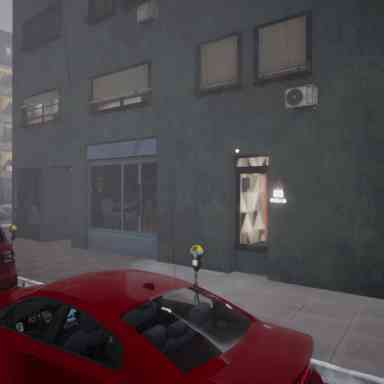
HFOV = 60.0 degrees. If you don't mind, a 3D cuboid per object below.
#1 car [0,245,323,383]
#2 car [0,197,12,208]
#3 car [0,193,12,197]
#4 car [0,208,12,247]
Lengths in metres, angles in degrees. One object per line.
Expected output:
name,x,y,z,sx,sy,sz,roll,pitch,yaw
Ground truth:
car,-1.009,1.544,3.565,4.507,1.381,1.887,0,0,35
car,-17.657,1.366,28.592,1.895,1.301,4.718,1,1,34
car,-18.557,1.030,31.827,2.192,1.841,5.009,2,2,35
car,-5.537,1.314,6.736,5.009,1.841,2.192,0,0,35
